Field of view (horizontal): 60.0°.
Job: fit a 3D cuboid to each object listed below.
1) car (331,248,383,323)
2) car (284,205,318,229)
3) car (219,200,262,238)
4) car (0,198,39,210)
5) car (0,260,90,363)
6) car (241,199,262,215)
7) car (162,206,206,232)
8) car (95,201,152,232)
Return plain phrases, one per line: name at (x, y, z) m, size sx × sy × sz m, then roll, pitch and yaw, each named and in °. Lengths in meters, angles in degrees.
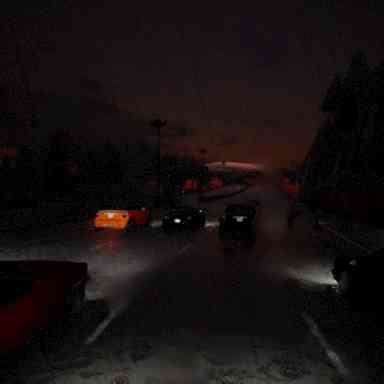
car at (3.900, 1.567, 5.235) m, size 2.033 × 1.411 × 5.357 m, roll 0°, pitch 0°, yaw 6°
car at (7.087, 1.562, 21.805) m, size 1.812 × 1.442 × 4.674 m, roll 0°, pitch 0°, yaw 12°
car at (2.720, 1.365, 18.090) m, size 2.097 × 1.767 × 4.553 m, roll 0°, pitch 0°, yaw 12°
car at (-13.789, 1.123, 25.277) m, size 1.882 × 1.535 × 5.008 m, roll 0°, pitch 0°, yaw 12°
car at (-3.088, 1.585, 4.568) m, size 1.895 × 1.301 × 4.718 m, roll 0°, pitch 0°, yaw 4°
car at (6.555, 1.581, 35.941) m, size 2.033 × 1.411 × 5.357 m, roll 0°, pitch 0°, yaw 12°
car at (-0.398, 1.561, 20.304) m, size 1.994 × 1.385 × 4.181 m, roll 0°, pitch 0°, yaw 12°
car at (-3.998, 1.330, 20.157) m, size 2.097 × 1.767 × 4.553 m, roll 0°, pitch 0°, yaw 12°
